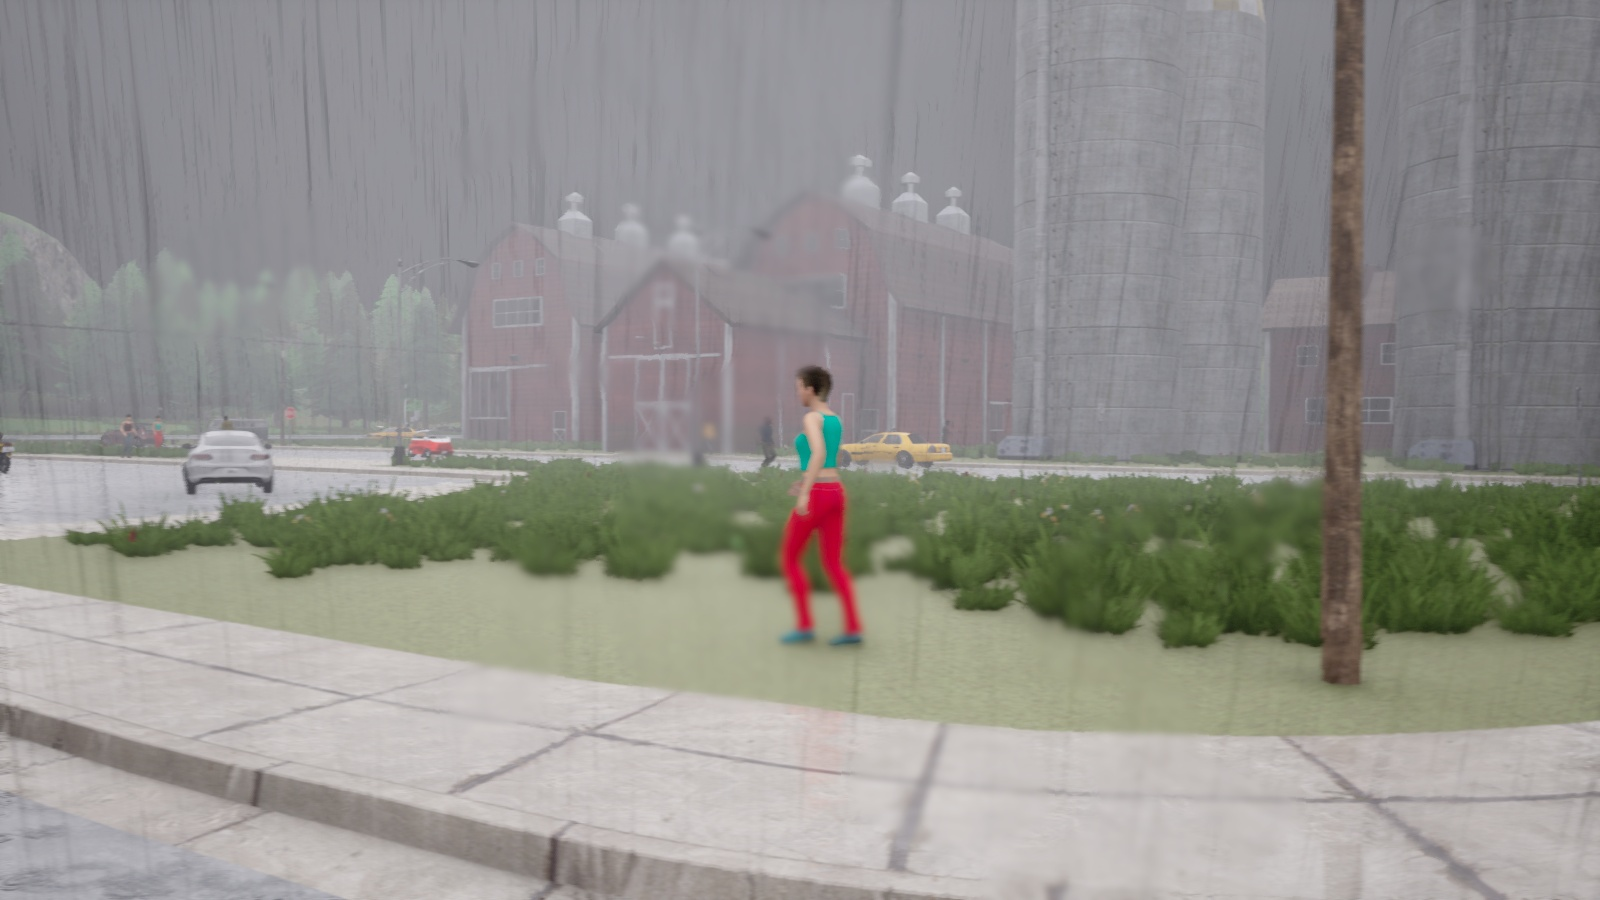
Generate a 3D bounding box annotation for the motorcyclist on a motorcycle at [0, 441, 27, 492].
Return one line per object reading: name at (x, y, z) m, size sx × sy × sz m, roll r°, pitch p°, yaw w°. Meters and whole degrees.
motorcyclist on a motorcycle at (-24.961, 0.508, 39.032) m, size 2.044 × 1.523 × 0.797 m, roll 0°, pitch 1°, yaw 35°

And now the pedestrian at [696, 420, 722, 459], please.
pedestrian at (-4.401, -0.502, 60.767) m, size 0.900 × 1.855 × 0.874 m, roll 0°, pitch 1°, yaw 36°

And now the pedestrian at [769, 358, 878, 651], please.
pedestrian at (0.150, 0.339, 8.176) m, size 0.594 × 1.836 × 0.345 m, roll 0°, pitch 1°, yaw 37°

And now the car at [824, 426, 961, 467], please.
car at (3.702, -0.158, 50.833) m, size 5.366 × 1.575 × 1.801 m, roll 0°, pitch 1°, yaw 34°

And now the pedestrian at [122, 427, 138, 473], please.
pedestrian at (-27.171, -0.001, 50.926) m, size 0.594 × 1.836 × 0.345 m, roll 0°, pitch 1°, yaw 37°

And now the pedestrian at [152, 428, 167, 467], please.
pedestrian at (-30.801, -0.117, 60.401) m, size 0.594 × 1.836 × 0.345 m, roll 0°, pitch 1°, yaw 34°

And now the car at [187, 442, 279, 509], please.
car at (-13.644, 0.548, 30.095) m, size 1.812 × 1.442 × 4.674 m, roll -1°, pitch 1°, yaw -26°

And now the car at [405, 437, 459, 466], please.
car at (-18.015, 0.080, 61.458) m, size 2.207 × 1.376 × 1.481 m, roll -1°, pitch 1°, yaw 34°

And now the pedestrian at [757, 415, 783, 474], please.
pedestrian at (-0.944, -0.174, 39.601) m, size 0.726 × 1.835 × 0.370 m, roll 0°, pitch 1°, yaw 33°

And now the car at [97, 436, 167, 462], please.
car at (-43.821, -0.080, 82.414) m, size 3.988 × 1.617 × 1.851 m, roll 0°, pitch 1°, yaw 20°
